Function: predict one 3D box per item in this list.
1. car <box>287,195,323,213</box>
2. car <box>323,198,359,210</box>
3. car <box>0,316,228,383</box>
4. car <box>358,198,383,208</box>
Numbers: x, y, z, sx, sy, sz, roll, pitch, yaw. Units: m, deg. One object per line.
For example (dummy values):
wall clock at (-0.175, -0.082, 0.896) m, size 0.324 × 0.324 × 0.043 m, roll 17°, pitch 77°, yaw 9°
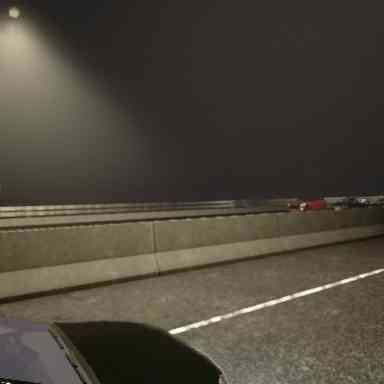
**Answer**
car at (11.595, 1.158, 33.216) m, size 4.553 × 1.767 × 2.097 m, roll 0°, pitch 0°, yaw -35°
car at (14.968, 1.286, 31.322) m, size 4.902 × 1.511 × 2.128 m, roll 0°, pitch 0°, yaw -35°
car at (-1.632, 1.565, 2.068) m, size 4.181 × 1.385 × 1.994 m, roll 0°, pitch 0°, yaw -35°
car at (16.656, 1.290, 28.229) m, size 4.902 × 1.511 × 2.128 m, roll 0°, pitch 0°, yaw -35°
